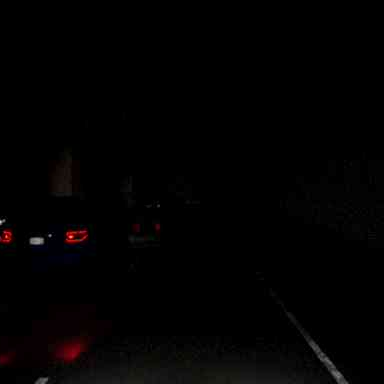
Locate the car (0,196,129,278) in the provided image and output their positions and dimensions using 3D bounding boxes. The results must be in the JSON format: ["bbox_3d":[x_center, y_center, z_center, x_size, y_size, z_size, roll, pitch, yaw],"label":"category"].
[{"bbox_3d":[-3.406,1.149,9.986,2.150,2.045,5.566,0,0,0],"label":"car"}]

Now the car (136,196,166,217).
[{"bbox_3d":[-3.418,1.148,28.354,2.097,1.767,4.553,0,0,0],"label":"car"}]

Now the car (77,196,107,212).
[{"bbox_3d":[-10.617,1.248,35.697,1.837,1.490,4.892,0,0,0],"label":"car"}]

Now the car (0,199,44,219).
[{"bbox_3d":[-14.114,1.366,27.457,1.994,1.385,4.181,0,0,0],"label":"car"}]

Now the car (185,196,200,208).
[{"bbox_3d":[0.074,1.249,41.634,2.033,1.411,5.357,0,0,0],"label":"car"}]
